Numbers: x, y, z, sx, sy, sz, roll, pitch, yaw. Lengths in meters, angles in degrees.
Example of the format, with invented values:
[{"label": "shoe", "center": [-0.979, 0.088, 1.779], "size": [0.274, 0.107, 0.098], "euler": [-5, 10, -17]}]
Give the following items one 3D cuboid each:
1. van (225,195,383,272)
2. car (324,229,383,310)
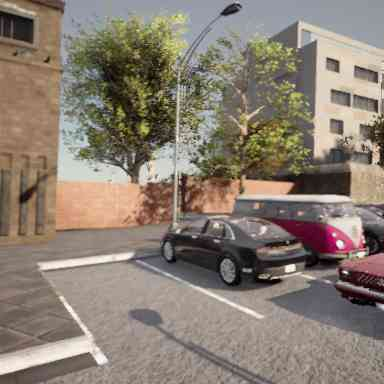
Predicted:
[{"label": "van", "center": [3.267, 1.084, 10.658], "size": [1.878, 1.987, 4.442], "euler": [-2, 1, -32]}, {"label": "car", "center": [4.926, 1.474, 6.463], "size": [4.718, 1.301, 1.895], "euler": [-2, 1, -32]}]
